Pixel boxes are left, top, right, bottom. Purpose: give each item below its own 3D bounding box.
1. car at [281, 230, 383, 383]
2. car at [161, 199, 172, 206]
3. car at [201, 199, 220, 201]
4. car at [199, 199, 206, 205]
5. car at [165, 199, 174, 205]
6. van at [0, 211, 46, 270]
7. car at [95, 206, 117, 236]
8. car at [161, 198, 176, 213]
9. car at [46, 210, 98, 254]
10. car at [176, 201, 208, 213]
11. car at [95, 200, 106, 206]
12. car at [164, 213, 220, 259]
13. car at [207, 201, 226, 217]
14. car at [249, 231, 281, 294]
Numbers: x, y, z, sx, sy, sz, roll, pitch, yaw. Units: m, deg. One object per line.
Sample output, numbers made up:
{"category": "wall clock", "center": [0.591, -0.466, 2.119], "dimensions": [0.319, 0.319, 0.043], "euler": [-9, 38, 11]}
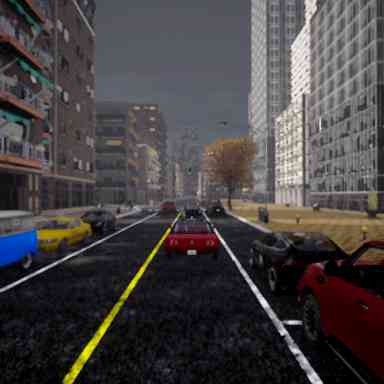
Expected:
{"category": "car", "center": [2.693, 1.350, 3.330], "dimensions": [2.192, 1.841, 5.009], "euler": [0, -1, 0]}
{"category": "car", "center": [-5.683, 2.356, 74.372], "dimensions": [2.008, 1.369, 4.403], "euler": [0, -1, 0]}
{"category": "car", "center": [2.696, 1.757, 41.988], "dimensions": [2.192, 1.841, 5.009], "euler": [0, -1, 0]}
{"category": "car", "center": [2.697, 2.462, 85.606], "dimensions": [1.752, 1.417, 4.829], "euler": [0, -1, 0]}
{"category": "car", "center": [-5.683, 2.486, 85.437], "dimensions": [2.008, 1.369, 4.403], "euler": [0, -1, 0]}
{"category": "van", "center": [-5.687, 1.432, 8.852], "dimensions": [1.690, 1.788, 3.998], "euler": [0, -1, 0]}
{"category": "car", "center": [-5.687, 1.771, 19.896], "dimensions": [1.947, 1.339, 4.313], "euler": [0, -1, 0]}
{"category": "car", "center": [-3.023, 1.950, 44.813], "dimensions": [1.882, 1.535, 5.008], "euler": [0, -1, 1]}
{"category": "car", "center": [-5.687, 1.671, 14.204], "dimensions": [1.752, 1.417, 4.829], "euler": [0, -1, 0]}
{"category": "car", "center": [0.025, 1.789, 28.510], "dimensions": [2.128, 1.511, 4.902], "euler": [0, 0, 1]}
{"category": "car", "center": [-16.421, 1.925, 54.970], "dimensions": [4.403, 1.369, 2.008], "euler": [1, -2, -1]}
{"category": "car", "center": [0.020, 1.736, 13.252], "dimensions": [1.895, 1.301, 4.718], "euler": [0, -1, 0]}
{"category": "car", "center": [2.695, 1.948, 36.462], "dimensions": [1.947, 1.339, 4.313], "euler": [0, -1, 0]}
{"category": "car", "center": [2.693, 1.656, 8.849], "dimensions": [1.947, 1.339, 4.313], "euler": [0, -1, 0]}
